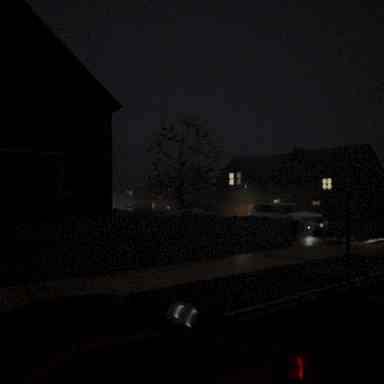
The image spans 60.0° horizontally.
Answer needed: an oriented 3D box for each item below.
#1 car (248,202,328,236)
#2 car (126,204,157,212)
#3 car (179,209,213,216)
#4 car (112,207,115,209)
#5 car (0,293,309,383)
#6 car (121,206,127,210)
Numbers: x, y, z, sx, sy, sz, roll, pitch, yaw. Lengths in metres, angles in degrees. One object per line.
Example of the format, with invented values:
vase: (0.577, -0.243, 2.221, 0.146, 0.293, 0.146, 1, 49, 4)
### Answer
car: (6.223, 1.729, 22.344, 2.150, 2.045, 5.566, 0, -1, -36)
car: (-5.467, 2.489, 38.657, 1.837, 1.490, 4.892, 0, -1, -36)
car: (0.530, 2.265, 30.274, 1.812, 1.442, 4.674, 0, -1, -35)
car: (-14.452, 2.956, 56.058, 1.812, 1.442, 4.674, 0, -1, -36)
car: (-1.021, 1.568, 2.321, 4.181, 1.385, 1.994, 1, 0, -35)
car: (-8.706, 2.549, 48.139, 2.097, 1.767, 4.553, 0, -1, -35)
